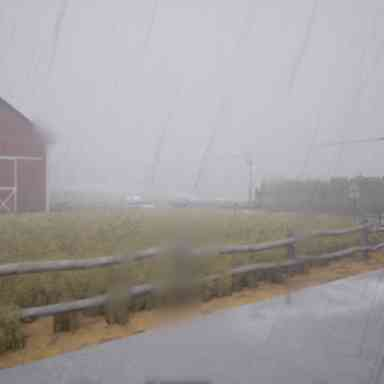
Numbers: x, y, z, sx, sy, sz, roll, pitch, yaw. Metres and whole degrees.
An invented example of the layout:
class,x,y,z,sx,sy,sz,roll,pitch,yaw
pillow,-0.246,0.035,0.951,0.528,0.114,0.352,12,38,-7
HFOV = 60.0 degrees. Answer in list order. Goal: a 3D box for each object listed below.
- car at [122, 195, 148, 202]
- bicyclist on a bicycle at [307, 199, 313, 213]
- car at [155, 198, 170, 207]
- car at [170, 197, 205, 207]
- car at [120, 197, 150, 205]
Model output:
class,x,y,z,sx,sy,sz,roll,pitch,yaw
car,-9.444,1.264,54.699,1.812,1.442,4.674,0,0,-35
bicyclist on a bicycle,12.551,1.564,34.987,1.656,1.620,0.582,0,0,-35
car,-4.242,1.662,52.971,1.994,1.385,4.181,0,0,-35
car,-0.386,1.439,41.758,2.097,1.767,4.553,0,0,-35
car,-10.476,1.643,60.751,5.357,1.411,2.033,0,0,33
